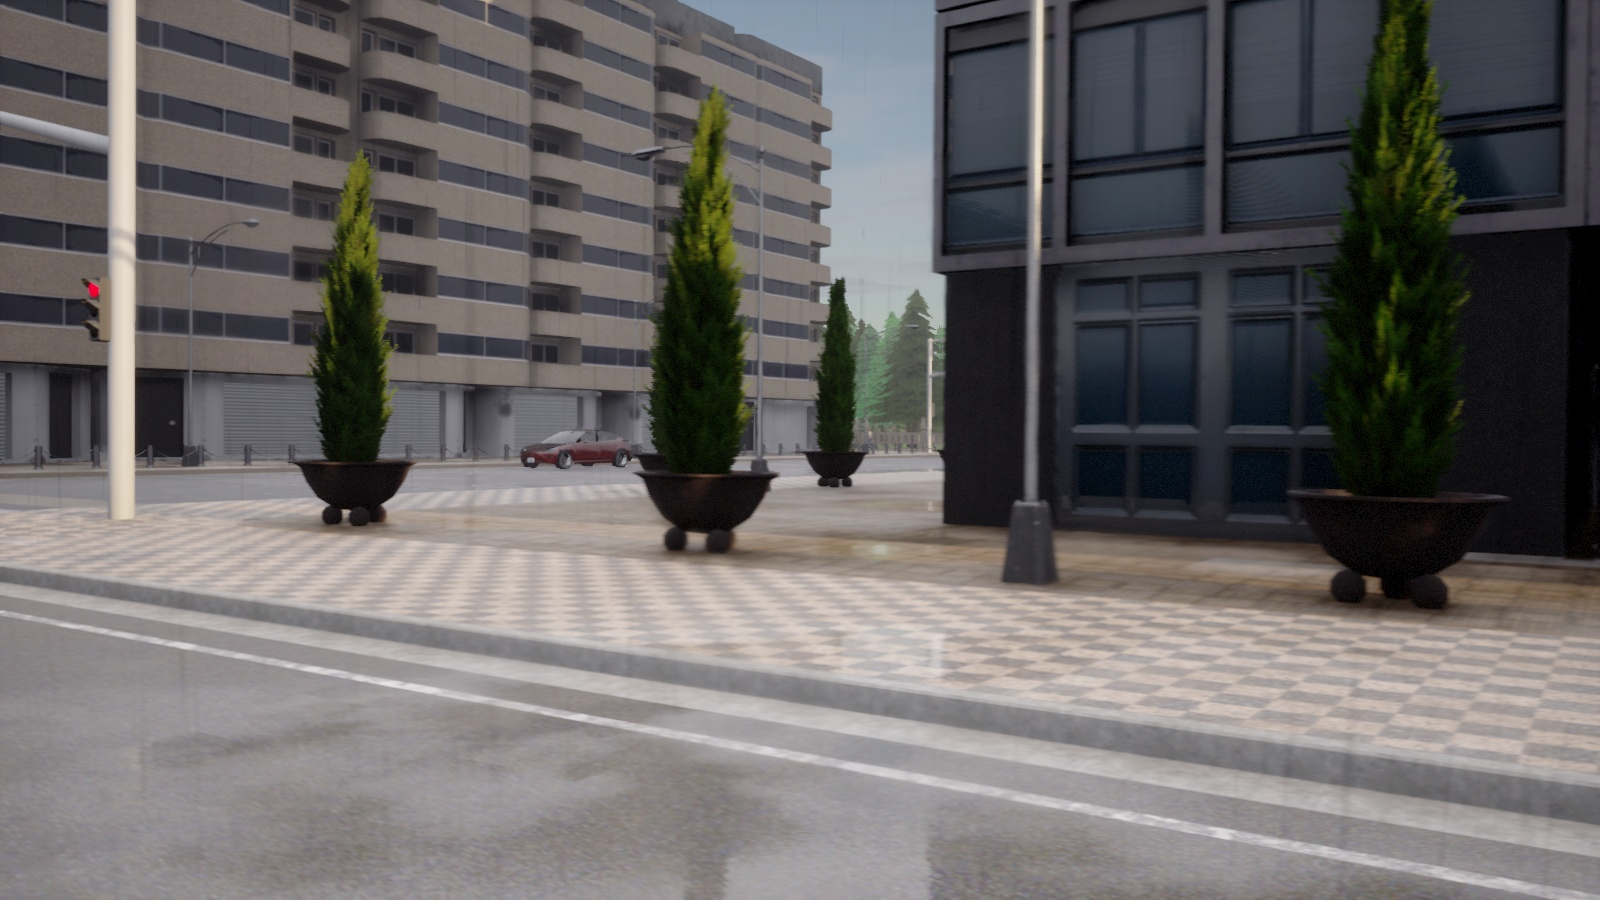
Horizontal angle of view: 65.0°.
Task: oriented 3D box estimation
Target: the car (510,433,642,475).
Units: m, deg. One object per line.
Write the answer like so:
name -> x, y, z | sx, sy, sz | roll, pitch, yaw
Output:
car -> -8.411, 0.103, 47.572 | 2.163, 1.488, 4.792 | 0, 1, 34
